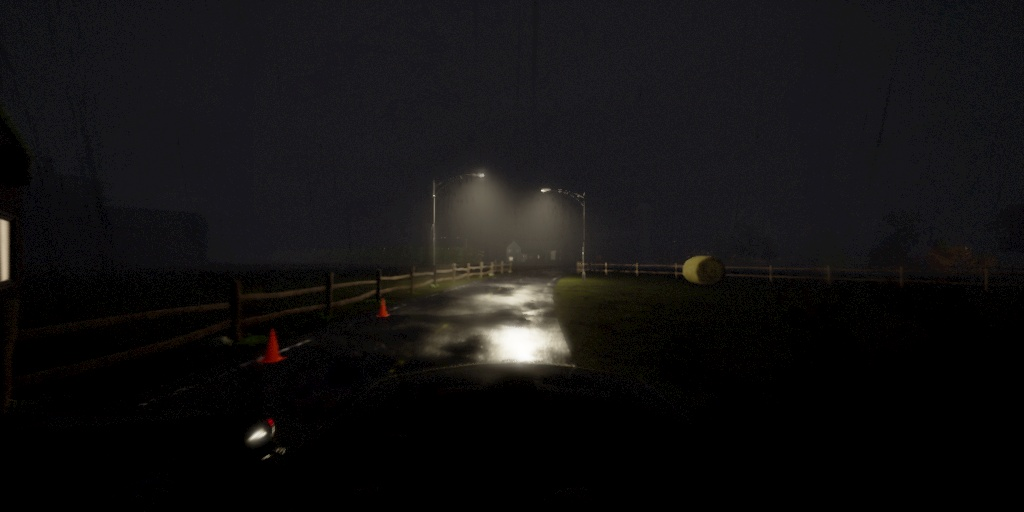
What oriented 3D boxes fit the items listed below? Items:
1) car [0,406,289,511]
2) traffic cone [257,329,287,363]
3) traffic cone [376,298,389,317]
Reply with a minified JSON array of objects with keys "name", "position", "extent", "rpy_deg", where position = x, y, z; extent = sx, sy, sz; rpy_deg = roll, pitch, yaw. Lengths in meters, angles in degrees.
[{"name":"car","position":[-2.402,1.305,0.631],"extent":[1.994,1.385,4.181],"rpy_deg":[0,0,0]},{"name":"traffic cone","position":[-4.551,1.689,6.808],"extent":[0.340,0.580,0.340],"rpy_deg":[0,0,2]},{"name":"traffic cone","position":[-4.276,1.690,11.885],"extent":[0.340,0.580,0.340],"rpy_deg":[0,0,4]}]
